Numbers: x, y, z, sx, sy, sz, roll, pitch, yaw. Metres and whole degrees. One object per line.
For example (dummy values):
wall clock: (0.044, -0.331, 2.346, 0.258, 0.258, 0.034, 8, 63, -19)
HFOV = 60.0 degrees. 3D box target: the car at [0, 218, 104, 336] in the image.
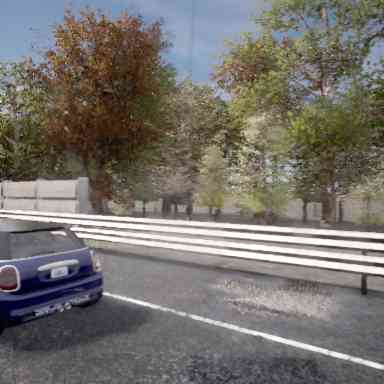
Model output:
car: (-3.919, 1.344, 6.699, 4.553, 1.767, 2.097, 0, 0, 35)
